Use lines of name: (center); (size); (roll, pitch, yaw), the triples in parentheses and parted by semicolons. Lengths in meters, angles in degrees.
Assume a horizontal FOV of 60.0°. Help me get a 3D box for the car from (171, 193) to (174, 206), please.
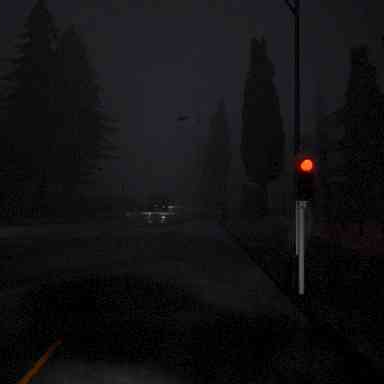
car: (-4.165, 1.221, 55.423); (2.150, 2.045, 5.566); (0, 0, 0)

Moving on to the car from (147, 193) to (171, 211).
car: (-4.166, 1.221, 40.843); (2.150, 2.045, 5.566); (0, 0, 0)
